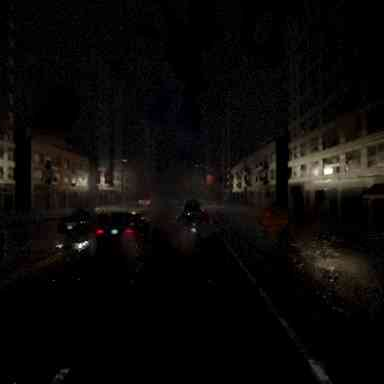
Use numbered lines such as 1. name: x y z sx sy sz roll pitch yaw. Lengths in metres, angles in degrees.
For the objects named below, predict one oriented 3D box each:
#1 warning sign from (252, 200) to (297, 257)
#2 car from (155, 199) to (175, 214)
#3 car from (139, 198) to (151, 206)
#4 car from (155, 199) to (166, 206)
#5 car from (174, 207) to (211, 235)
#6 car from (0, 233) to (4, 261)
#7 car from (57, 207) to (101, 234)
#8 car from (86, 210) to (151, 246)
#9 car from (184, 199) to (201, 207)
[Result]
1. warning sign: 2.844 1.218 11.573 1.300 1.860 1.060 0 0 0
2. car: -3.196 1.940 41.696 1.994 1.385 4.181 0 -1 0
3. car: -9.803 1.961 69.498 2.097 1.767 4.553 0 -1 0
4. car: -6.553 2.158 69.468 1.994 1.385 4.181 0 -1 0
5. car: 0.087 1.780 20.089 1.895 1.301 4.718 0 -1 0
6. car: -6.606 1.548 7.941 1.882 1.535 5.008 0 0 0
7. car: -6.604 1.674 20.444 2.128 1.511 4.902 0 -1 0
8. car: -3.164 1.691 16.076 2.033 1.411 5.357 0 0 0
9. car: 0.057 1.741 43.030 2.097 1.767 4.553 0 0 0
